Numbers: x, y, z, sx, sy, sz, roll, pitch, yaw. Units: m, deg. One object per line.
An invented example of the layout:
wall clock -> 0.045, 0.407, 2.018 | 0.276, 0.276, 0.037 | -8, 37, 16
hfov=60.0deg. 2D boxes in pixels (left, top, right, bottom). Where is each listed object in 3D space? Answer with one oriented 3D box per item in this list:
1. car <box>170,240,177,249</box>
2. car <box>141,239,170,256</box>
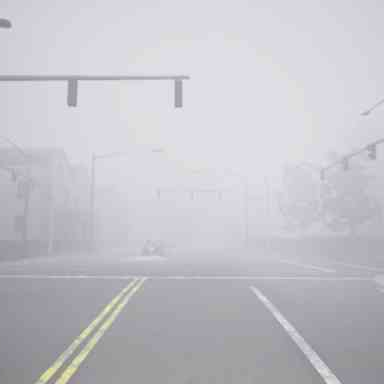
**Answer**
car -> -3.498, 8.682, 54.851 | 1.994, 1.385, 4.181 | 0, -8, 0
car -> -3.500, 5.095, 30.834 | 2.128, 1.511, 4.902 | 0, -8, 0
